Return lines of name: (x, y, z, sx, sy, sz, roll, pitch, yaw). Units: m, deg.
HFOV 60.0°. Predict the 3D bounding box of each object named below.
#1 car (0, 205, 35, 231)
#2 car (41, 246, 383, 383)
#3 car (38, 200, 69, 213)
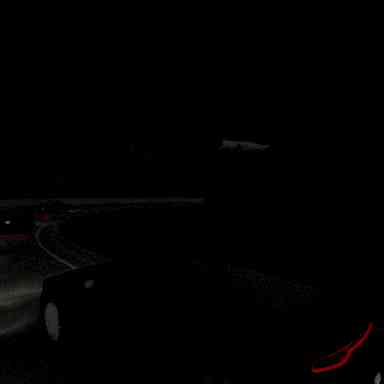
car: (-11.184, 1.571, 21.068, 1.882, 1.535, 5.008, 0, 0, -20)
car: (-0.230, 1.508, 4.586, 5.008, 1.535, 1.882, 0, 0, 40)
car: (-16.416, 1.715, 39.501, 1.812, 1.442, 4.674, 0, 0, 6)
